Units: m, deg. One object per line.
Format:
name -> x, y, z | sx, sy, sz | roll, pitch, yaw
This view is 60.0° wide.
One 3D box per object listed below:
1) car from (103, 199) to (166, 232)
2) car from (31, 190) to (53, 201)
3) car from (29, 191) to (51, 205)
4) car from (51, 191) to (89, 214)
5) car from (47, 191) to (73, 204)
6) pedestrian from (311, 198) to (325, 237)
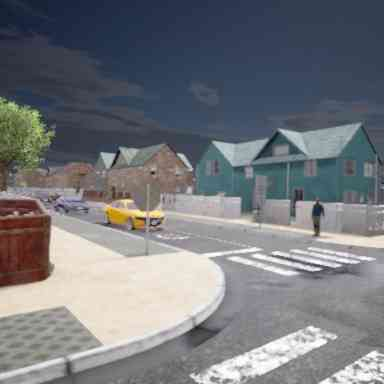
car -> -3.272, 1.182, 18.307 | 1.882, 1.535, 5.008 | 2, 0, -35
car -> -23.006, 0.505, 50.901 | 2.033, 1.411, 5.357 | 2, 0, -35
car -> -17.490, 0.680, 38.322 | 1.837, 1.490, 4.892 | 2, 0, -35
car -> -10.103, 0.974, 27.889 | 1.812, 1.442, 4.674 | 2, 1, -36
car -> -16.951, 0.657, 42.495 | 1.882, 1.535, 5.008 | 2, 0, -35
pedestrian -> 5.874, 1.158, 15.587 | 0.375, 1.860, 0.375 | 3, -2, -35
